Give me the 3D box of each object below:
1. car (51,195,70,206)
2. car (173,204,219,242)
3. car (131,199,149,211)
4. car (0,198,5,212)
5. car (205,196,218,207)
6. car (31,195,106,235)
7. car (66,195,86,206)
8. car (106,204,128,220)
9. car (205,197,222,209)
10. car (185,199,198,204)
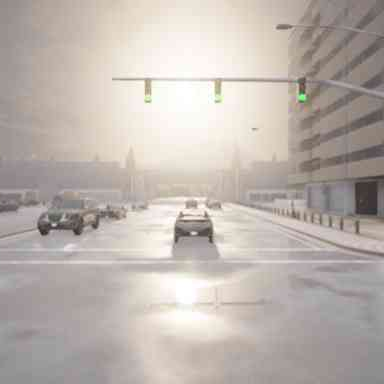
[{"bbox_3d":[-24.023,1.471,60.839,1.905,1.878,3.866,0,0,0],"label":"car"},{"bbox_3d":[0.078,1.601,16.961,2.128,1.511,4.902,0,0,0],"label":"car"},{"bbox_3d":[-7.115,1.736,45.920,2.128,1.511,4.902,0,0,0],"label":"car"},{"bbox_3d":[-26.767,1.630,43.377,1.970,1.475,3.806,0,0,0],"label":"car"},{"bbox_3d":[3.422,1.658,59.403,2.097,1.767,4.553,0,0,0],"label":"car"},{"bbox_3d":[-7.120,1.345,19.938,2.150,2.045,5.566,0,0,0],"label":"car"},{"bbox_3d":[-21.129,1.468,60.778,1.932,1.855,4.605,0,0,0],"label":"car"},{"bbox_3d":[-7.127,1.771,30.042,1.895,1.301,4.718,0,0,0],"label":"car"},{"bbox_3d":[3.433,1.790,50.455,1.812,1.442,4.674,0,0,0],"label":"car"},{"bbox_3d":[-0.066,1.741,50.194,1.882,1.535,5.008,0,0,0],"label":"car"}]
